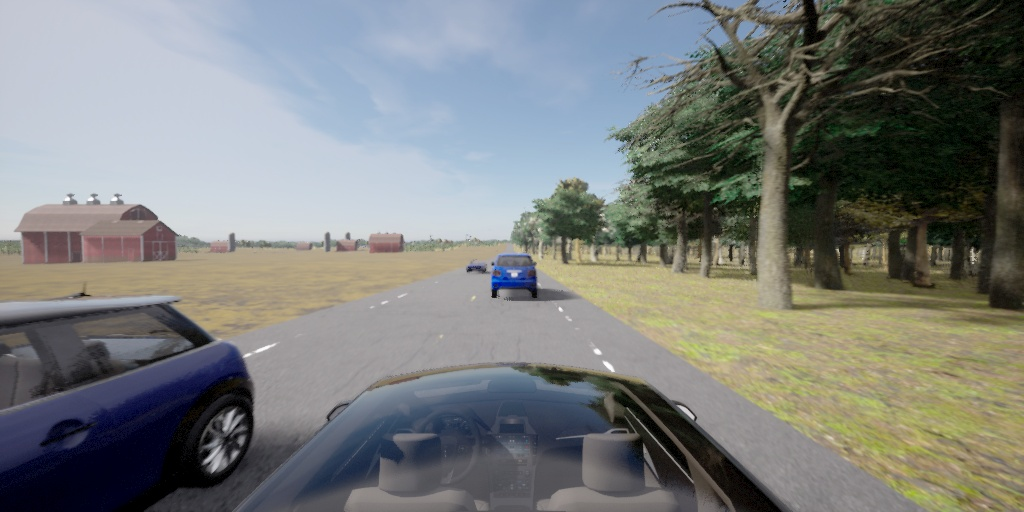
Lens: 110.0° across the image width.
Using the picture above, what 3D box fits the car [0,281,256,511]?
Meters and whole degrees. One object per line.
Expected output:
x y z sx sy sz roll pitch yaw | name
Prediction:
-3.574 1.101 1.565 2.097 1.767 4.553 0 0 1 | car

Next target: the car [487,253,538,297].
0.099 0.867 18.092 2.150 2.045 5.566 0 1 0 | car

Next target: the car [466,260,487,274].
-3.538 1.077 36.431 1.895 1.301 4.718 0 1 1 | car
